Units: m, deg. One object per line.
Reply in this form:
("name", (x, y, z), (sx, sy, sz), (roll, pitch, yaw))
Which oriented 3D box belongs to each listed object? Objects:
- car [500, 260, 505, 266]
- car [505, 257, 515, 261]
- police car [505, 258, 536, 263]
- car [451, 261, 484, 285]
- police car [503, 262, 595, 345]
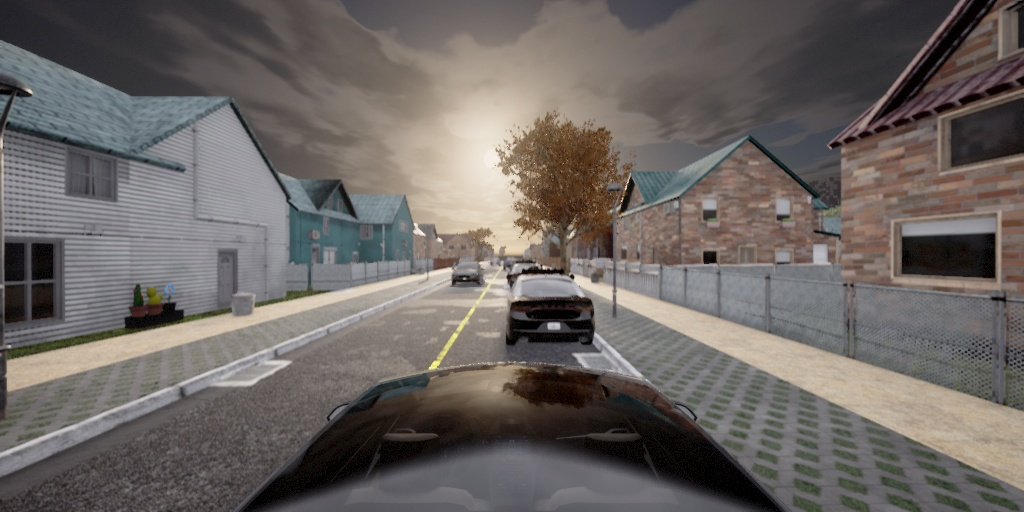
("car", (-0.133, 0.946, 49.083), (2.097, 1.767, 4.553), (0, 0, 0))
("car", (0.737, 0.979, 25.346), (2.097, 1.767, 4.553), (0, 0, 0))
("police car", (0.760, 1.084, 19.487), (1.930, 1.638, 5.238), (0, 0, 0))
("car", (-2.933, 1.137, 24.457), (1.837, 1.490, 4.892), (0, 0, 0))
("police car", (0.798, 1.134, 9.487), (1.930, 1.638, 5.238), (0, 0, 0))
